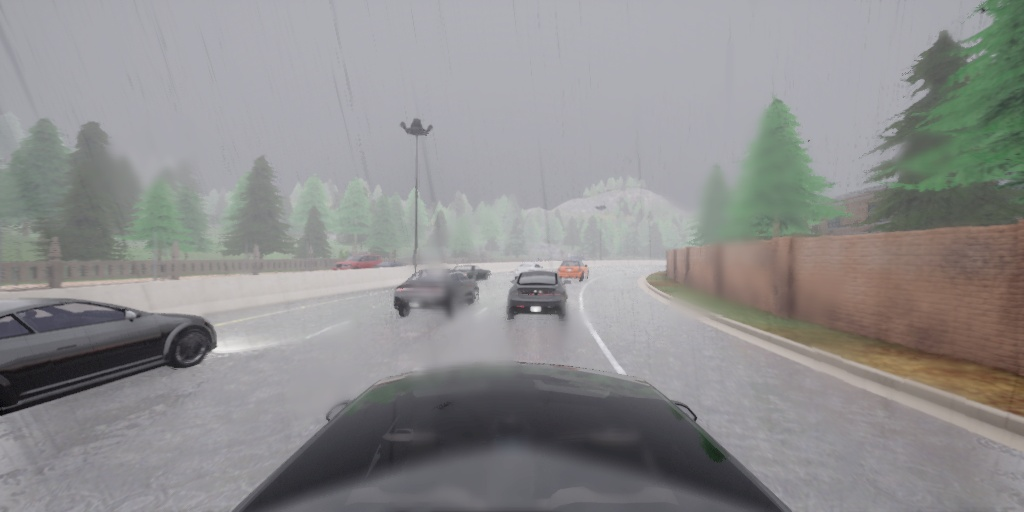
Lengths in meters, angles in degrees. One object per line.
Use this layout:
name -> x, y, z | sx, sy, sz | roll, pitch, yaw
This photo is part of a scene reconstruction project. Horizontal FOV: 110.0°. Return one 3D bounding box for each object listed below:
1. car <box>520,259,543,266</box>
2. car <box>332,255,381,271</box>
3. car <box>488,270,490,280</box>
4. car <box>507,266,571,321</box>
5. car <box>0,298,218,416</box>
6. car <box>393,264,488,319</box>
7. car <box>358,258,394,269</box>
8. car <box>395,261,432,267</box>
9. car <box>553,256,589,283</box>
car -> 1.552, 1.266, 30.304 | 1.812, 1.442, 4.674 | 0, 0, 18
car -> -15.225, 0.877, 35.820 | 2.150, 2.045, 5.566 | 0, 0, 19
car -> -3.185, 1.321, 26.892 | 1.895, 1.301, 4.718 | 0, 0, 16
car -> 0.981, 1.253, 12.539 | 1.837, 1.490, 4.892 | 0, 0, 7
car -> -6.673, 1.280, 5.120 | 1.994, 1.385, 4.181 | 0, 0, 2
car -> -2.491, 1.223, 12.838 | 2.128, 1.511, 4.902 | 0, 0, 7
car -> -11.923, 1.221, 34.773 | 2.033, 1.411, 5.357 | 0, 0, 19
car -> -8.590, 1.291, 33.673 | 1.895, 1.301, 4.718 | 0, 0, 19
car -> 5.149, 1.110, 29.892 | 2.097, 1.767, 4.553 | 0, 0, 19
